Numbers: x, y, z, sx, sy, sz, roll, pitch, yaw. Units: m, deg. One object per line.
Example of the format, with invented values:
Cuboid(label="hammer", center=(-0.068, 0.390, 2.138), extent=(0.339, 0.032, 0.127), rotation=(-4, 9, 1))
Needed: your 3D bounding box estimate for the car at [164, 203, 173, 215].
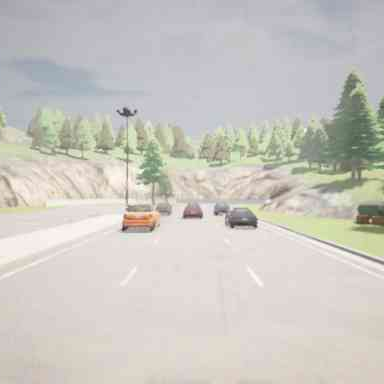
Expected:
Cuboid(label="car", center=(-3.371, 2.023, 40.030), extent=(2.033, 1.411, 5.357), rotation=(0, -1, 0))

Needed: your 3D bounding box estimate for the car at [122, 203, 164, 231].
Cuboid(label="car", center=(-3.397, 1.626, 23.015), extent=(2.097, 1.767, 4.553), rotation=(0, -1, 0))

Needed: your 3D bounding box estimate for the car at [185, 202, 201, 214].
Cuboid(label="car", center=(0.173, 2.062, 43.352), extent=(2.033, 1.411, 5.357), rotation=(0, -1, 1))

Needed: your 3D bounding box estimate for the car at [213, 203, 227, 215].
Cuboid(label="car", center=(3.632, 2.026, 40.283), extent=(2.033, 1.411, 5.357), rotation=(0, -1, 1))

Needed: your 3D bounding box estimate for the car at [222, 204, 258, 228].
Cuboid(label="car", center=(3.604, 1.859, 24.789), extent=(1.994, 1.385, 4.181), rotation=(0, -1, 0))

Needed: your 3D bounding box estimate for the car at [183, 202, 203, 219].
Cuboid(label="car", center=(0.103, 1.967, 33.952), extent=(1.994, 1.385, 4.181), rotation=(0, -1, 0))
